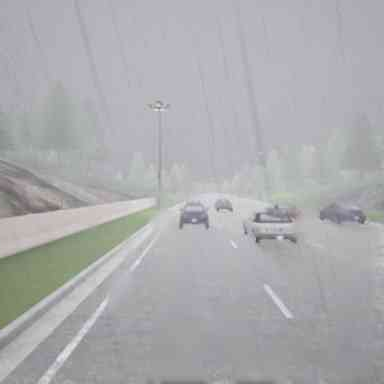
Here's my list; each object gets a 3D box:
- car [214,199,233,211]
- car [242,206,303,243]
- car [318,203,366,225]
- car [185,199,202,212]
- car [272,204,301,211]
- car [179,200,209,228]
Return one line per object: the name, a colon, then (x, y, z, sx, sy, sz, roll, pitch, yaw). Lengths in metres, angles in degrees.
car: (3.649, 1.503, 39.022, 2.033, 1.411, 5.357, 0, 0, 0)
car: (3.614, 1.584, 15.878, 1.895, 1.301, 4.718, 0, 0, 0)
car: (10.623, 1.505, 23.775, 1.812, 1.442, 4.674, 0, 0, 0)
car: (0.163, 1.553, 39.996, 1.895, 1.301, 4.718, 0, 0, 1)
car: (7.125, 1.575, 26.453, 1.895, 1.301, 4.718, 0, 0, 0)
car: (0.134, 1.499, 21.990, 1.812, 1.442, 4.674, 0, 0, 0)
